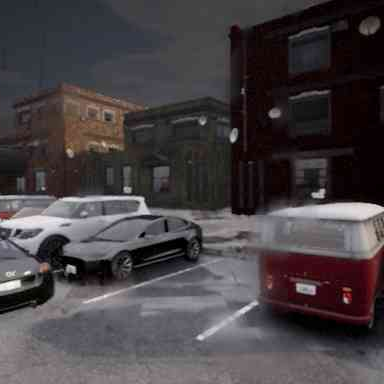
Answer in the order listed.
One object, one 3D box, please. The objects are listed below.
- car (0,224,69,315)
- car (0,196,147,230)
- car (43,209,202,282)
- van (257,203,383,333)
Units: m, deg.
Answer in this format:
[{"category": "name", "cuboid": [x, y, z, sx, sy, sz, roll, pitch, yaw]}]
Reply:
[{"category": "car", "cuboid": [-4.661, 1.514, 6.706, 4.181, 1.385, 1.994, 1, 0, 36]}, {"category": "car", "cuboid": [-3.790, 1.163, 11.628, 2.435, 2.045, 5.566, 1, 0, 36]}, {"category": "car", "cuboid": [-1.548, 1.465, 10.027, 2.163, 1.488, 4.792, 1, 0, 36]}, {"category": "van", "cuboid": [3.030, 1.246, 6.938, 1.878, 1.987, 4.442, 0, 0, 36]}]
